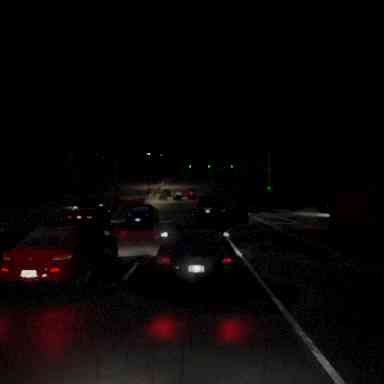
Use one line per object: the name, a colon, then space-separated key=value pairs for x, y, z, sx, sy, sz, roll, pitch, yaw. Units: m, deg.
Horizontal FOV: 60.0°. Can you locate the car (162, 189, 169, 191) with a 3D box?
car: x=-7.162 y=0.147 z=91.172 sx=2.150 sy=2.045 sz=5.566 roll=0 pitch=7 yaw=0

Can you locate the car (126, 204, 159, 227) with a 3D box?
car: x=-3.399 y=1.568 z=23.120 sx=1.812 sy=1.442 sz=4.674 roll=0 pitch=0 yaw=0

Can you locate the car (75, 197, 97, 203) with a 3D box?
car: x=-17.564 y=1.604 z=54.223 sx=1.837 sy=1.490 sz=4.892 roll=0 pitch=0 yaw=0

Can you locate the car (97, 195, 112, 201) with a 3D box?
car: x=-17.514 y=1.665 z=64.125 sx=2.033 sy=1.411 sz=5.357 roll=0 pitch=0 yaw=0

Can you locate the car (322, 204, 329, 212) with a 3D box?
car: x=17.017 y=1.546 z=36.840 sx=5.008 sy=1.535 sz=1.882 roll=0 pitch=0 yaw=0

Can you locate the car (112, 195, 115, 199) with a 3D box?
car: x=-17.568 y=1.469 z=74.215 sx=1.882 sy=1.535 sz=5.008 roll=0 pitch=1 yaw=0

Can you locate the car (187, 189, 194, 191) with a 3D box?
car: x=-0.166 y=0.075 z=91.949 sx=2.150 sy=2.045 sz=5.566 roll=0 pitch=7 yaw=0

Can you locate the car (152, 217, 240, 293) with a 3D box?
car: x=0.098 y=1.579 z=8.933 sx=1.994 sy=1.385 sz=4.181 roll=0 pitch=0 yaw=0

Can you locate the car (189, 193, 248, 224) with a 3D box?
car: x=2.109 y=1.266 z=22.849 sx=2.150 sy=2.045 sz=5.566 roll=-1 pitch=0 yaw=25

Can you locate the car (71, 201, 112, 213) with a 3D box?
car: x=-6.902 y=1.590 z=22.843 sx=2.033 sy=1.411 sz=5.357 roll=0 pitch=0 yaw=0

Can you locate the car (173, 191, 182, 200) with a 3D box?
car: x=-3.607 y=1.219 z=81.176 sx=1.812 sy=1.442 sz=4.674 roll=0 pitch=3 yaw=0

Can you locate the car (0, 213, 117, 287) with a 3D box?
car: x=-3.403 y=1.543 z=9.253 sx=1.812 sy=1.442 sz=4.674 roll=0 pitch=0 yaw=0

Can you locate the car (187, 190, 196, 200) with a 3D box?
car: x=-0.109 y=1.150 z=81.583 sx=1.882 sy=1.535 sz=5.008 roll=0 pitch=3 yaw=0

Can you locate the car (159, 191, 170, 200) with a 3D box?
car: x=-7.107 y=1.219 z=81.156 sx=1.812 sy=1.442 sz=4.674 roll=0 pitch=3 yaw=0

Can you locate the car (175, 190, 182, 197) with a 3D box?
car: x=-3.662 y=0.448 z=91.195 sx=1.812 sy=1.442 sz=4.674 roll=0 pitch=7 yaw=0
